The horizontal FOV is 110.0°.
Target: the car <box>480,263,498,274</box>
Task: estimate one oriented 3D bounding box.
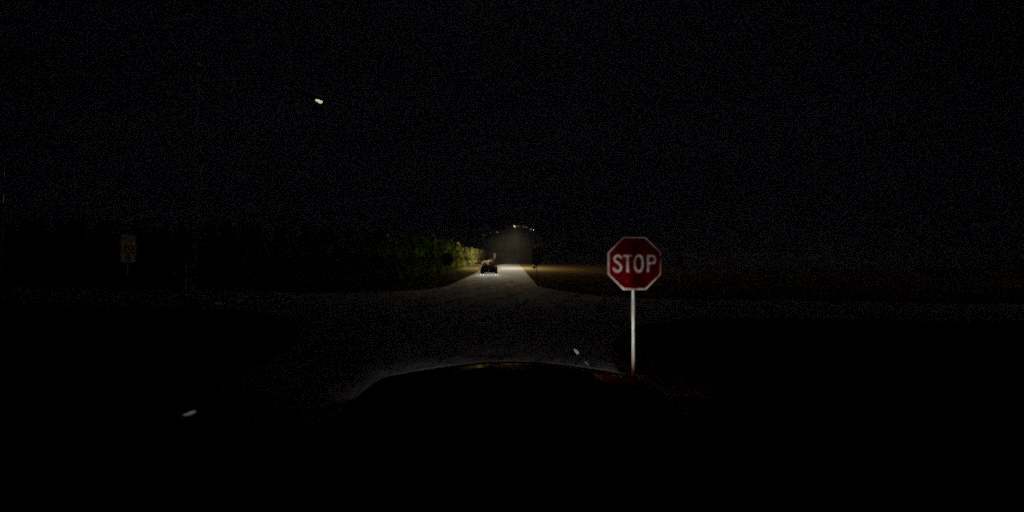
[{"bbox_3d":[-2.763,1.525,43.873,1.994,1.385,4.181,0,0,0],"label":"car"}]
